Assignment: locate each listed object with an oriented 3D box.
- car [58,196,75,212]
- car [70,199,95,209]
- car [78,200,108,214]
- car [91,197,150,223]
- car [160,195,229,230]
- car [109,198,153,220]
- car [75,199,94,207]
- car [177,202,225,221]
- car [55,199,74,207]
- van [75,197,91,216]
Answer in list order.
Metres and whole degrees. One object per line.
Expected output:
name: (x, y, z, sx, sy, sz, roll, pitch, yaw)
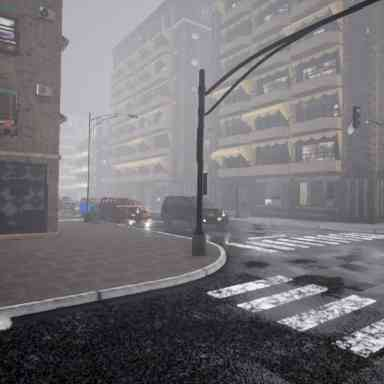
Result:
car: (-15.279, 1.369, 39.068, 2.192, 1.841, 5.009, 1, -1, -35)
car: (-16.515, 1.753, 50.146, 2.033, 1.411, 5.357, 1, -1, -35)
car: (-11.301, 1.657, 37.755, 1.994, 1.385, 4.181, 1, -1, -35)
car: (-5.583, 1.310, 25.437, 2.192, 1.841, 5.009, 1, -1, -35)
car: (0.010, 1.249, 21.827, 2.150, 2.045, 5.566, 1, -1, -36)
car: (-5.564, 1.410, 29.672, 2.097, 1.767, 4.553, 1, -1, -35)
car: (-18.557, 1.867, 57.262, 1.802, 1.307, 4.206, 1, -1, -35)
car: (0.735, 1.686, 30.141, 1.752, 1.417, 4.829, 1, -1, -35)
car: (-22.539, 1.848, 58.613, 1.895, 1.301, 4.718, 1, -1, -36)
van: (-8.815, 1.355, 29.980, 1.690, 1.788, 3.998, 1, -1, -35)
